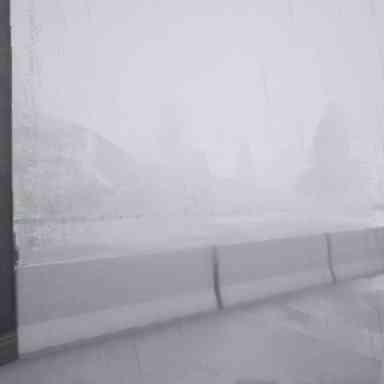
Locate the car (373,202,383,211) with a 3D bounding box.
[{"bbox_3d":[21.725,1.358,35.094,5.357,1.411,2.033,0,0,-22],"label":"car"}]

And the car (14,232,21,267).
[{"bbox_3d":[-6.715,1.479,7.678,4.892,1.490,1.837,0,0,-35],"label":"car"}]
